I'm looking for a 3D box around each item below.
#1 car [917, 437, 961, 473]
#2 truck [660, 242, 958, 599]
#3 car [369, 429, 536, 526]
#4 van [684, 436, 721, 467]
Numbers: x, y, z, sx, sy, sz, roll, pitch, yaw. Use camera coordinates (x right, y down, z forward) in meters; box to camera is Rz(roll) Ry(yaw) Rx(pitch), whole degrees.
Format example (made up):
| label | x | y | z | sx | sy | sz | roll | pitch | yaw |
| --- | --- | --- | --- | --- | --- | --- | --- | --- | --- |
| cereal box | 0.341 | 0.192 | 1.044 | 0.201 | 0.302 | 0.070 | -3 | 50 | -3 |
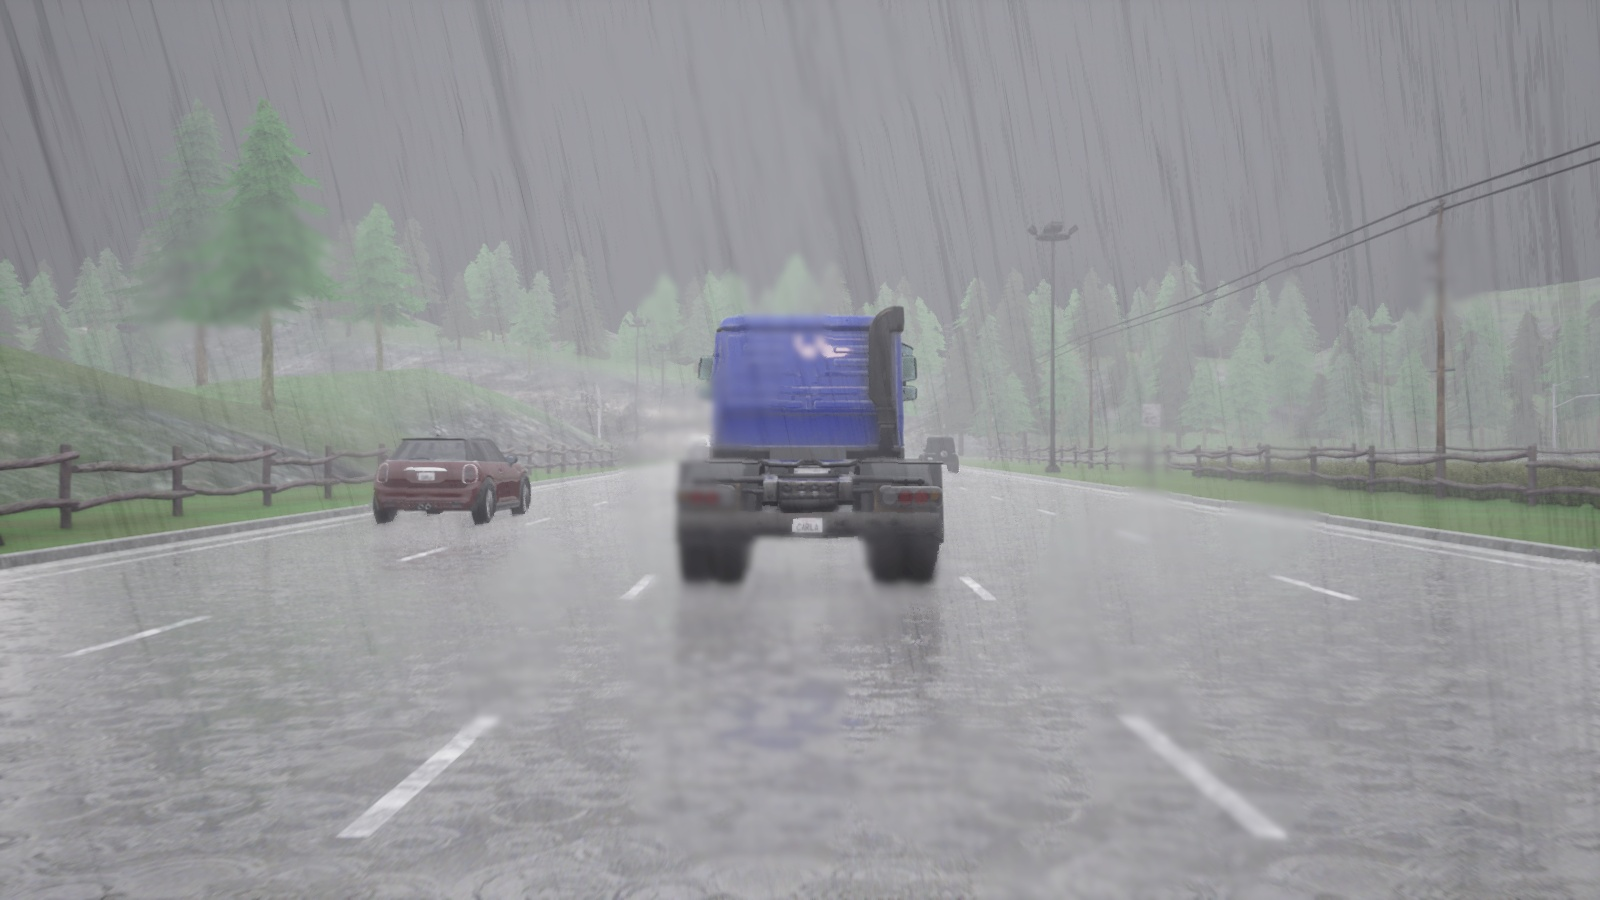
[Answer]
| label | x | y | z | sx | sy | sz | roll | pitch | yaw |
| --- | --- | --- | --- | --- | --- | --- | --- | --- | --- |
| car | 7.396 | 0.265 | 67.156 | 1.905 | 1.878 | 3.866 | 0 | 0 | 0 |
| truck | 0.108 | -0.303 | 16.163 | 2.891 | 3.462 | 7.936 | 0 | 0 | 0 |
| car | -6.841 | 0.493 | 25.271 | 2.097 | 1.767 | 4.553 | 0 | 0 | 0 |
| van | -6.508 | 0.110 | 84.142 | 2.069 | 2.038 | 4.480 | 0 | 0 | 0 |
